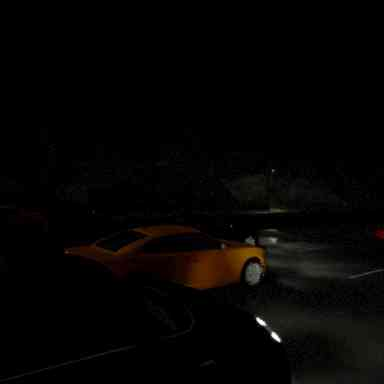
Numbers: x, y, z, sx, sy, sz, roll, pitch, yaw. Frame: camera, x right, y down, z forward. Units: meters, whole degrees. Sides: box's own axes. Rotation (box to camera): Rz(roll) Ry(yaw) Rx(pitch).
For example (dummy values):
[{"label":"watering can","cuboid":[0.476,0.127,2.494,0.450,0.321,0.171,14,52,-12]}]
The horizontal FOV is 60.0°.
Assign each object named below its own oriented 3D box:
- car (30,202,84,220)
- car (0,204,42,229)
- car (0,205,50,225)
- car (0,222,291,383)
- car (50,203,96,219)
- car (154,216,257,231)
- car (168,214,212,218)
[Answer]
[{"label":"car","cuboid":[-12.056,1.653,29.775,4.181,1.385,1.994,1,0,-35]},{"label":"car","cuboid":[-12.216,1.553,21.071,4.674,1.442,1.812,1,0,-35]},{"label":"car","cuboid":[-10.652,1.498,17.888,5.008,1.535,1.882,1,0,-35]},{"label":"car","cuboid":[-1.222,1.360,2.876,4.553,1.767,2.097,1,0,-35]},{"label":"car","cuboid":[-10.492,1.630,26.599,5.357,1.411,2.033,1,0,-35]},{"label":"car","cuboid":[-0.382,1.527,7.772,5.008,1.535,1.882,1,0,-35]},{"label":"car","cuboid":[0.372,1.567,12.607,5.008,1.535,1.882,1,0,-35]}]
